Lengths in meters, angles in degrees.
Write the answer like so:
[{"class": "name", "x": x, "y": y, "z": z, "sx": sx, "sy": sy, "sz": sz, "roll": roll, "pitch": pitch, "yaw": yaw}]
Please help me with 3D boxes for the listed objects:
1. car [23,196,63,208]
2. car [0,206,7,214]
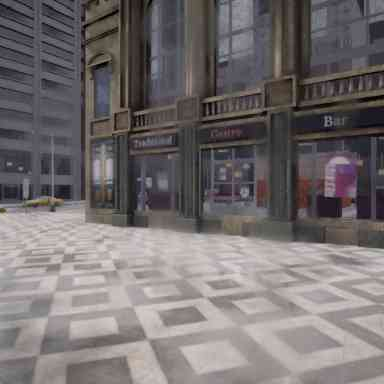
[{"class": "car", "x": -18.577, "y": 1.145, "z": 41.619, "sx": 1.752, "sy": 1.417, "sz": 4.829, "roll": 1, "pitch": 2, "yaw": 36}, {"class": "car", "x": -18.097, "y": 1.342, "z": 27.718, "sx": 1.752, "sy": 1.417, "sz": 4.829, "roll": 1, "pitch": 2, "yaw": 36}]
